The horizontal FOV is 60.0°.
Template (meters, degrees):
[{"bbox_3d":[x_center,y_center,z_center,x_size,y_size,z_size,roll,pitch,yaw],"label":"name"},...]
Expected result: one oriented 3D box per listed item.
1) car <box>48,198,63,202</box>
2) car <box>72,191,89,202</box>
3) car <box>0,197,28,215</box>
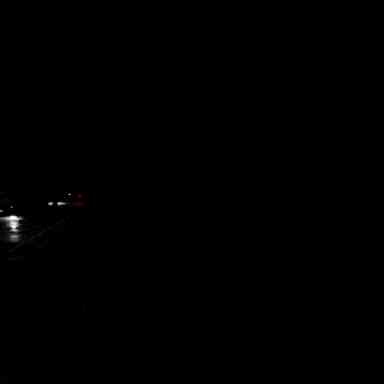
[{"bbox_3d":[-20.079,0.777,49.617,1.994,1.385,4.181,-1,1,-12],"label":"car"},{"bbox_3d":[-16.088,0.708,47.796,1.837,1.490,4.892,-1,1,-12],"label":"car"},{"bbox_3d":[-15.693,1.162,28.956,1.812,1.442,4.674,-1,2,-11],"label":"car"}]
